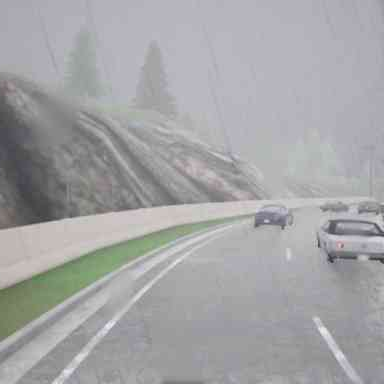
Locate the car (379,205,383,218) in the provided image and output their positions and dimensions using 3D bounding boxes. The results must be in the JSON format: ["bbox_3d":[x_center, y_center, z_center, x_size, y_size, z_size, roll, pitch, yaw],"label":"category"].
[{"bbox_3d":[12.266,1.637,19.346,1.895,1.301,4.718,0,0,27],"label":"car"}]

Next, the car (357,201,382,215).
[{"bbox_3d":[18.592,1.592,34.391,2.033,1.411,5.357,0,0,39],"label":"car"}]

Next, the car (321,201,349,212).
[{"bbox_3d":[15.802,1.623,36.520,1.895,1.301,4.718,0,0,39],"label":"car"}]

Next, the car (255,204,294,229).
[{"bbox_3d":[5.327,1.513,21.365,1.812,1.442,4.674,0,0,26],"label":"car"}]

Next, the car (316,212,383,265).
[{"bbox_3d":[5.554,1.611,11.775,1.895,1.301,4.718,0,0,15],"label":"car"}]
